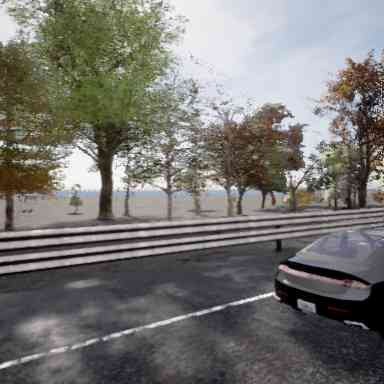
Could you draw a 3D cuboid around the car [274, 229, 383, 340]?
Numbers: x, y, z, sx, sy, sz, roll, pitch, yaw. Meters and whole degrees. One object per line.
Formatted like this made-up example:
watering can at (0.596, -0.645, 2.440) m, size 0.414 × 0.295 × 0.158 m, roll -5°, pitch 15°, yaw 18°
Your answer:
car at (3.676, 1.462, 6.312) m, size 4.902 × 1.511 × 2.128 m, roll 0°, pitch 0°, yaw -35°
